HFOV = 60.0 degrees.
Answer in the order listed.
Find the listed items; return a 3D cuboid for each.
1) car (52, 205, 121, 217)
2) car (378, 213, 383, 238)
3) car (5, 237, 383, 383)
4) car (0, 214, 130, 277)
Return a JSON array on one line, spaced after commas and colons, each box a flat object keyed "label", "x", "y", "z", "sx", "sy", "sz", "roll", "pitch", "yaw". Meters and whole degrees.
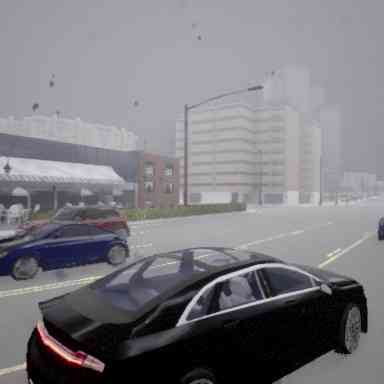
[{"label": "car", "x": -4.917, "y": 1.383, "z": 14.082, "sx": 2.097, "sy": 1.767, "sz": 4.553, "roll": 0, "pitch": 0, "yaw": 42}, {"label": "car", "x": 10.989, "y": 1.480, "z": 17.057, "sx": 2.097, "sy": 1.767, "sz": 4.553, "roll": 0, "pitch": 0, "yaw": 37}, {"label": "car", "x": 0.533, "y": 1.511, "z": 4.394, "sx": 4.902, "sy": 1.511, "sz": 2.128, "roll": 1, "pitch": 0, "yaw": -39}, {"label": "car", "x": -3.959, "y": 1.584, "z": 9.980, "sx": 4.181, "sy": 1.385, "sz": 1.994, "roll": 1, "pitch": 0, "yaw": -43}]
